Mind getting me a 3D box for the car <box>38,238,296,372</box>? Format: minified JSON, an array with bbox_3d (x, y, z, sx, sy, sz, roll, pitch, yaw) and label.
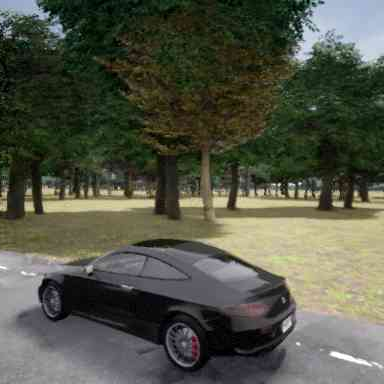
[{"bbox_3d":[-0.663,1.528,5.622,4.674,1.442,1.812,0,0,35],"label":"car"}]
